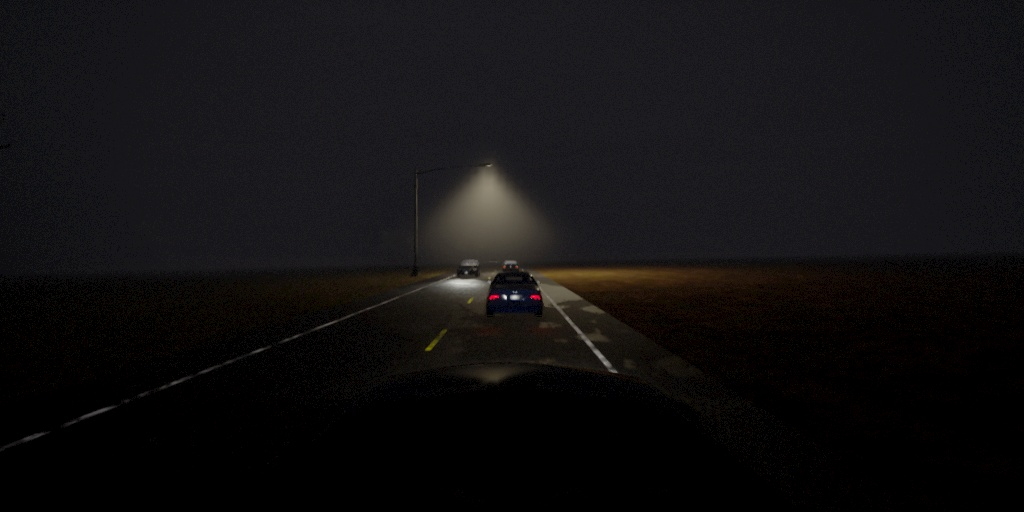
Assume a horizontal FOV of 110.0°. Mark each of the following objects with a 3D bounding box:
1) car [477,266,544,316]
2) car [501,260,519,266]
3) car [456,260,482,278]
[{"bbox_3d":[0.071,1.240,12.929,2.033,1.411,5.357,0,0,0],"label":"car"},{"bbox_3d":[-0.162,1.122,38.669,2.033,1.411,5.357,0,0,-1],"label":"car"},{"bbox_3d":[-3.775,1.096,32.040,2.128,1.511,4.902,0,0,-1],"label":"car"}]
